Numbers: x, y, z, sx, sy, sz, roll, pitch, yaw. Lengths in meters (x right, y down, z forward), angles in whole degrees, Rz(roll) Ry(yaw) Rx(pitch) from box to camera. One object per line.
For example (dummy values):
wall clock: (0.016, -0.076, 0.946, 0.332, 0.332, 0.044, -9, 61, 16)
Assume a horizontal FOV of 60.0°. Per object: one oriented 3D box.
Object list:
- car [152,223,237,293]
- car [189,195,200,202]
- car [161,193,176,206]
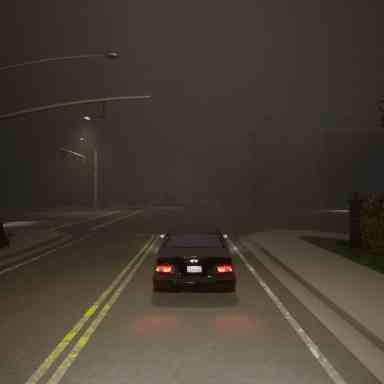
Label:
car: (0.051, 1.547, 8.984, 2.033, 1.411, 5.357, 0, 0, 0)
car: (0.535, 1.527, 79.015, 2.033, 1.411, 5.357, 0, 0, 12)
car: (-3.733, 1.221, 54.017, 2.150, 2.045, 5.566, 0, 0, 0)
